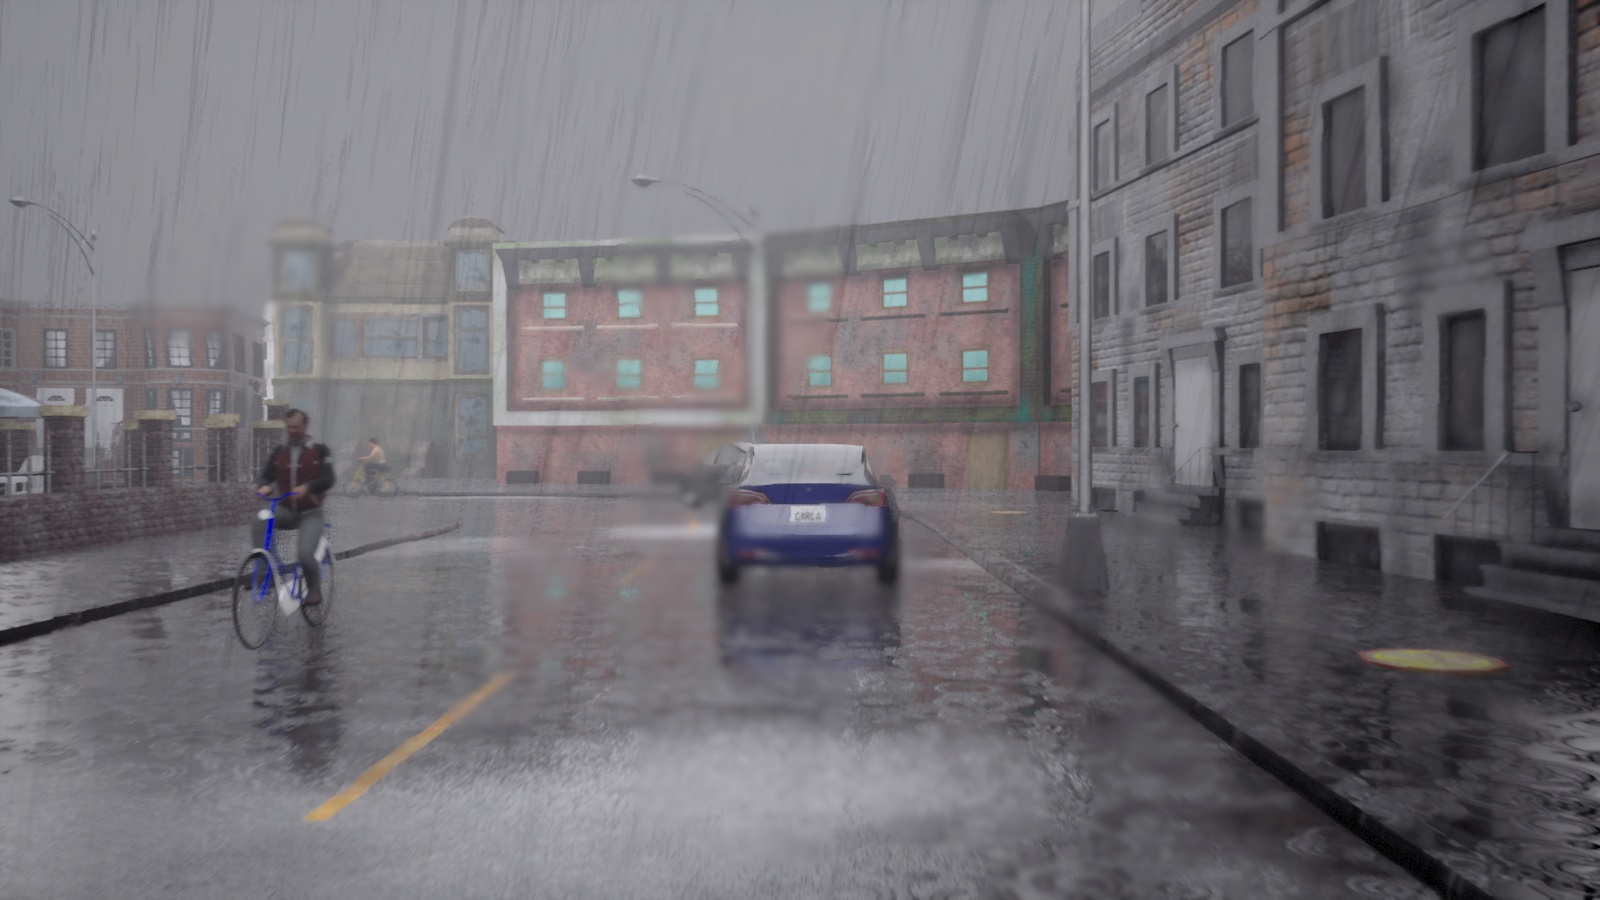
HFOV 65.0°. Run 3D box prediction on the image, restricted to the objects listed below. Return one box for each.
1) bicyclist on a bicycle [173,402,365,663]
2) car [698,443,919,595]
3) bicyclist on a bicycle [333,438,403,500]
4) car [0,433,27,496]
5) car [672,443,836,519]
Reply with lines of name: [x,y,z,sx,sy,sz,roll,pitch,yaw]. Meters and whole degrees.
bicyclist on a bicycle: [-3.936,0.560,9.472,0.659,1.776,1.843,0,0,0]
car: [0.099,0.663,14.704,2.163,1.488,4.792,0,0,0]
bicyclist on a bicycle: [-11.313,0.489,32.911,1.509,1.612,0.866,0,1,4]
car: [-23.386,0.385,33.139,4.611,1.667,2.242,0,0,0]
car: [-1.125,0.593,27.268,2.163,1.488,4.792,0,0,-20]
